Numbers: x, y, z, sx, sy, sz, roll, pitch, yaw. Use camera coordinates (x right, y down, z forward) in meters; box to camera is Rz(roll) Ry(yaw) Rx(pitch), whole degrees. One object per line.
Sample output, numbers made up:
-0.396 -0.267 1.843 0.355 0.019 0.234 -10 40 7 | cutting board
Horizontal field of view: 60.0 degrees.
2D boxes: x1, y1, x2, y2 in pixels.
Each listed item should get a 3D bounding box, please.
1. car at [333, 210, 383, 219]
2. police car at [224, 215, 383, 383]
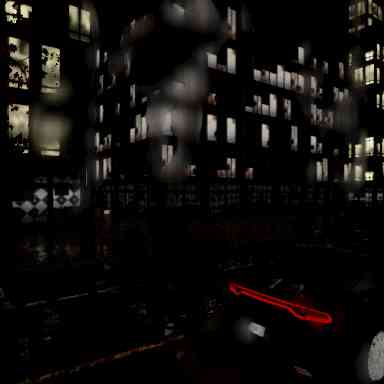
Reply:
8.140 1.563 16.226 4.313 1.339 1.947 0 0 -36 | car
2.877 1.424 5.486 5.238 1.638 1.930 0 0 -35 | police car
